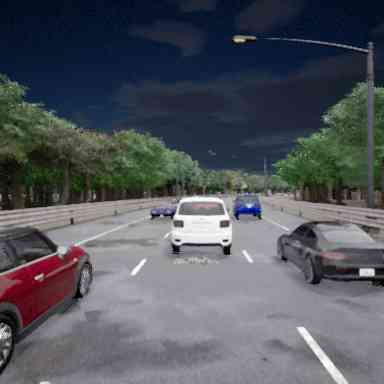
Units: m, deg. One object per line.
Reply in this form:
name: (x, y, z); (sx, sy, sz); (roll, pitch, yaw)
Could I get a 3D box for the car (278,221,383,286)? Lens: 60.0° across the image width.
car: (3.760, 1.540, 9.343); (1.812, 1.442, 4.674); (0, 0, 1)

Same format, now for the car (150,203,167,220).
car: (-2.268, 1.635, 28.818); (1.895, 1.301, 4.718); (0, 0, 4)

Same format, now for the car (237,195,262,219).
car: (4.787, 1.262, 29.298); (2.150, 2.045, 5.566); (0, 0, 4)

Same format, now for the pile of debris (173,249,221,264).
pile of debris: (0.187, 2.189, 11.353); (1.500, 0.140, 1.860); (0, 0, 2)

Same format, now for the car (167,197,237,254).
car: (0.393, 1.239, 13.771); (2.150, 2.045, 5.566); (0, 0, 2)

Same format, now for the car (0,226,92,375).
car: (-3.316, 1.355, 5.649); (2.097, 1.767, 4.553); (0, 0, 1)

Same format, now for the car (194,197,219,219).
car: (1.349, 1.390, 30.042); (2.097, 1.767, 4.553); (0, 0, 4)
